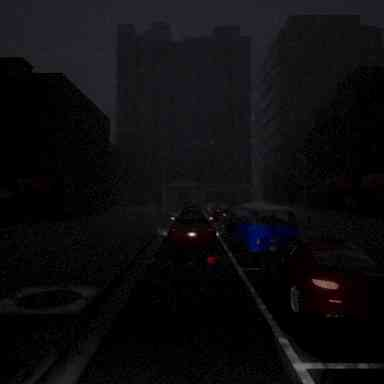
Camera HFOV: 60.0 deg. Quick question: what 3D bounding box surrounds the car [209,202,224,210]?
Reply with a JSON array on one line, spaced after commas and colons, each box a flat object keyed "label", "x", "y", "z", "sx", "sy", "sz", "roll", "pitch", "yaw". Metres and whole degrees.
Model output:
[{"label": "car", "x": 2.651, "y": 1.640, "z": 28.847, "sx": 1.802, "sy": 1.307, "sz": 4.206, "roll": 1, "pitch": 0, "yaw": 0}]

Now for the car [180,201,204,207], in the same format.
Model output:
[{"label": "car", "x": 0.001, "y": 1.578, "z": 29.658, "sx": 1.837, "sy": 1.490, "sz": 4.892, "roll": 0, "pitch": 0, "yaw": 0}]

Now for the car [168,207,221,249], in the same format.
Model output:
[{"label": "car", "x": 0.001, "y": 1.591, "z": 14.654, "sx": 1.994, "sy": 1.385, "sz": 4.181, "roll": 0, "pitch": 0, "yaw": 0}]

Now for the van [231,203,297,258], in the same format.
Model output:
[{"label": "van", "x": 2.657, "y": 1.355, "z": 12.533, "sx": 1.690, "sy": 1.788, "sz": 3.998, "roll": 1, "pitch": 0, "yaw": 0}]

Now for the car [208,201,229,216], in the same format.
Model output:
[{"label": "car", "x": 2.651, "y": 1.659, "z": 34.286, "sx": 1.802, "sy": 1.307, "sz": 4.206, "roll": 1, "pitch": 0, "yaw": 0}]

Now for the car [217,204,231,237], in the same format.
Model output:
[{"label": "car", "x": 2.653, "y": 1.570, "z": 17.971, "sx": 1.887, "sy": 1.381, "sz": 4.507, "roll": 1, "pitch": 0, "yaw": 0}]

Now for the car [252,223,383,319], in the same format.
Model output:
[{"label": "car", "x": 2.653, "y": 1.587, "z": 7.095, "sx": 1.802, "sy": 1.307, "sz": 4.206, "roll": 1, "pitch": 0, "yaw": 0}]
